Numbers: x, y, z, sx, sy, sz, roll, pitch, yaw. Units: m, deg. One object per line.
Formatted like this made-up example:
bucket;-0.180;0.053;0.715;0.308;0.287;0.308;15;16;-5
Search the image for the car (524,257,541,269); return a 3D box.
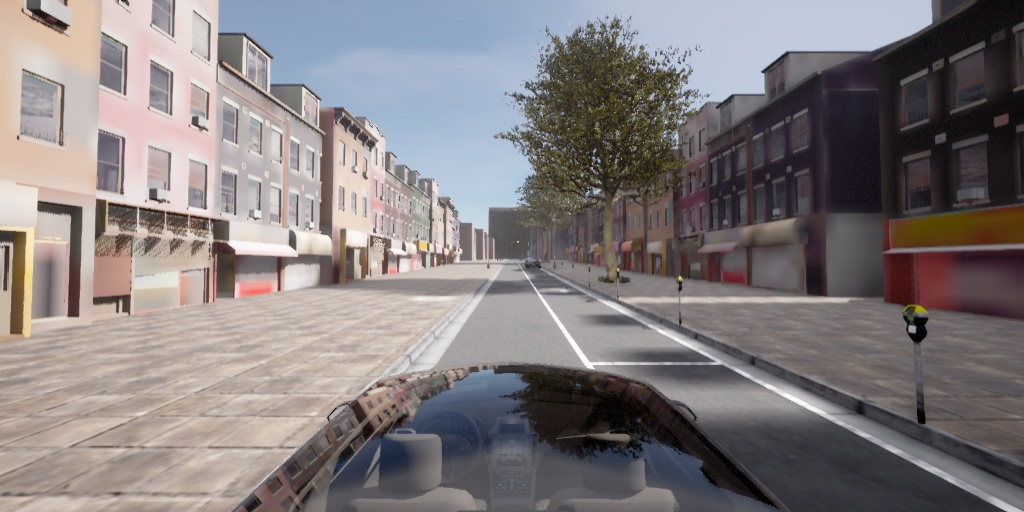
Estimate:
car;3.024;1.039;50.430;1.812;1.442;4.674;0;0;0
